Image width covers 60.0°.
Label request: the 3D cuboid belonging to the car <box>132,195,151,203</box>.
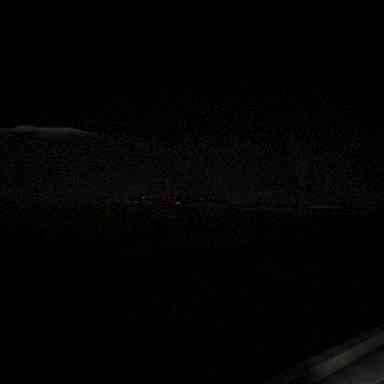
[{"bbox_3d":[-10.929,1.425,69.879,1.837,1.490,4.892,0,0,-35],"label":"car"}]

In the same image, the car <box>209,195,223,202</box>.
[{"bbox_3d":[3.539,1.473,67.560,1.837,1.490,4.892,0,0,-35],"label":"car"}]

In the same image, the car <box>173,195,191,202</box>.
[{"bbox_3d":[-2.340,1.412,75.918,1.837,1.490,4.892,0,0,-35],"label":"car"}]

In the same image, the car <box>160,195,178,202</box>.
[{"bbox_3d":[-5.203,1.417,73.905,1.837,1.490,4.892,0,0,-35],"label":"car"}]

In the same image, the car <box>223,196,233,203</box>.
[{"bbox_3d":[6.381,1.561,69.603,1.895,1.301,4.718,0,0,-35],"label":"car"}]

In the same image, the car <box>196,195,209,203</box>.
[{"bbox_3d":[0.628,1.476,65.615,1.837,1.490,4.892,0,0,-35],"label":"car"}]

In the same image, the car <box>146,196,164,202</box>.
[{"bbox_3d":[-8.083,1.517,71.917,1.895,1.301,4.718,0,0,-35],"label":"car"}]

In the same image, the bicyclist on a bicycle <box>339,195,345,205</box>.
[{"bbox_3d":[23.541,1.266,52.271,1.656,1.620,0.582,0,0,-35],"label":"bicyclist on a bicycle"}]

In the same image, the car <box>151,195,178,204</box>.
[{"bbox_3d":[-5.096,1.454,61.667,1.882,1.535,5.008,0,0,-34],"label":"car"}]

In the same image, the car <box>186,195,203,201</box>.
[{"bbox_3d":[0.523,1.462,77.932,1.994,1.385,4.181,0,0,-35],"label":"car"}]

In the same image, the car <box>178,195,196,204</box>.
[{"bbox_3d":[-1.791,1.477,63.044,1.837,1.490,4.892,0,0,-35],"label":"car"}]
